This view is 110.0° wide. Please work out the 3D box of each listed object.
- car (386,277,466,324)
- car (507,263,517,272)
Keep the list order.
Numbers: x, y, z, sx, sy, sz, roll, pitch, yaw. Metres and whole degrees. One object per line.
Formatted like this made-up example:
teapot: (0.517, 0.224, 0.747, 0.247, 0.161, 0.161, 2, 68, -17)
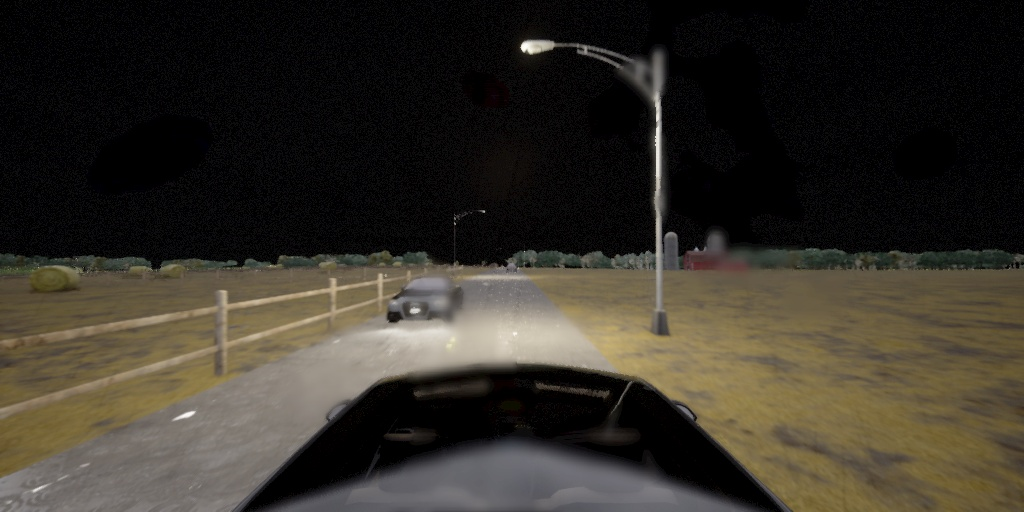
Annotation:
car: (-2.760, 1.414, 12.317, 1.994, 1.385, 4.181, 0, -1, 0)
car: (-0.032, 2.068, 64.625, 2.033, 1.411, 5.357, 0, -1, 0)
